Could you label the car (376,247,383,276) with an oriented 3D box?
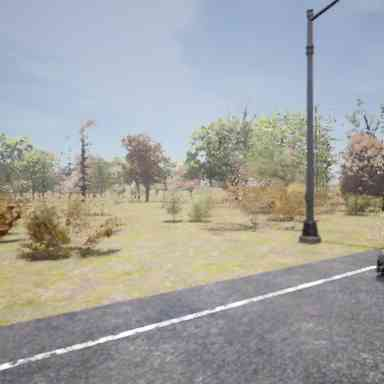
[{"bbox_3d":[6.755,1.569,8.908,4.181,1.385,1.994,0,0,-36],"label":"car"}]
